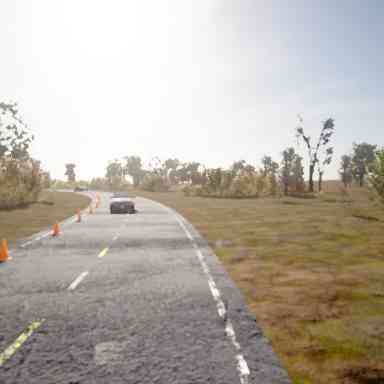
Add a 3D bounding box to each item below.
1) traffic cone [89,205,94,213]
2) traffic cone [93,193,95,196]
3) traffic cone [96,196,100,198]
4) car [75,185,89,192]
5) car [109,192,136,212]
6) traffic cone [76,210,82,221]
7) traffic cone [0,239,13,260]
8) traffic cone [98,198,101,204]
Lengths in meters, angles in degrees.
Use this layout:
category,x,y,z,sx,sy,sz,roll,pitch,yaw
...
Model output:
category,x,y,z,sx,sy,sz,roll,pitch,yaw
traffic cone,-7.355,1.208,24.247,0.340,0.580,0.340,0,2,-10
traffic cone,-13.752,0.493,47.909,0.340,0.580,0.340,0,2,-20
traffic cone,-9.438,0.916,33.837,0.340,0.580,0.340,0,2,-14
car,-25.227,-0.779,75.897,2.128,1.511,4.902,-1,2,-39
car,-5.457,0.721,26.204,1.812,1.442,4.674,0,2,-11
traffic cone,-6.555,1.355,19.405,0.340,0.580,0.340,0,2,-8
traffic cone,-5.443,1.654,9.655,0.340,0.580,0.340,0,2,-5
traffic cone,-8.316,1.062,29.060,0.340,0.580,0.340,0,2,-12
